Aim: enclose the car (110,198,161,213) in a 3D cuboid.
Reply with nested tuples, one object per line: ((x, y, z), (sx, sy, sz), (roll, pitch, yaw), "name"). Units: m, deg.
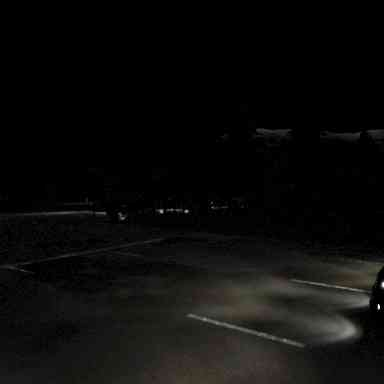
((-6.119, 1.414, 36.535), (1.837, 1.490, 4.892), (0, 0, 43), "car")

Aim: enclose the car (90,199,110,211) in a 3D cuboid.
((-9.278, 1.494, 38.340), (1.895, 1.301, 4.718), (0, 0, 43), "car")

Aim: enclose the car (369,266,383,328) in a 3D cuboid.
((5.064, 1.352, 4.633), (4.553, 1.767, 2.097), (0, 0, 36), "car")

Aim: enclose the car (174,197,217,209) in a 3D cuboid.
((0.527, 1.421, 43.028), (4.892, 1.490, 1.837), (0, 0, -41), "car")

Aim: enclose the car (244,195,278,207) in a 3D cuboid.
((9.982, 1.424, 50.195), (4.902, 1.511, 2.128), (0, 0, -32), "car")

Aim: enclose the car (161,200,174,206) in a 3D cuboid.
((-2.825, 1.425, 44.716), (4.674, 1.442, 1.812), (0, 0, -42), "car")

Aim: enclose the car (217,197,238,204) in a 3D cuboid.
((4.575, 1.458, 50.815), (5.357, 1.411, 2.033), (0, 0, -37), "car")
